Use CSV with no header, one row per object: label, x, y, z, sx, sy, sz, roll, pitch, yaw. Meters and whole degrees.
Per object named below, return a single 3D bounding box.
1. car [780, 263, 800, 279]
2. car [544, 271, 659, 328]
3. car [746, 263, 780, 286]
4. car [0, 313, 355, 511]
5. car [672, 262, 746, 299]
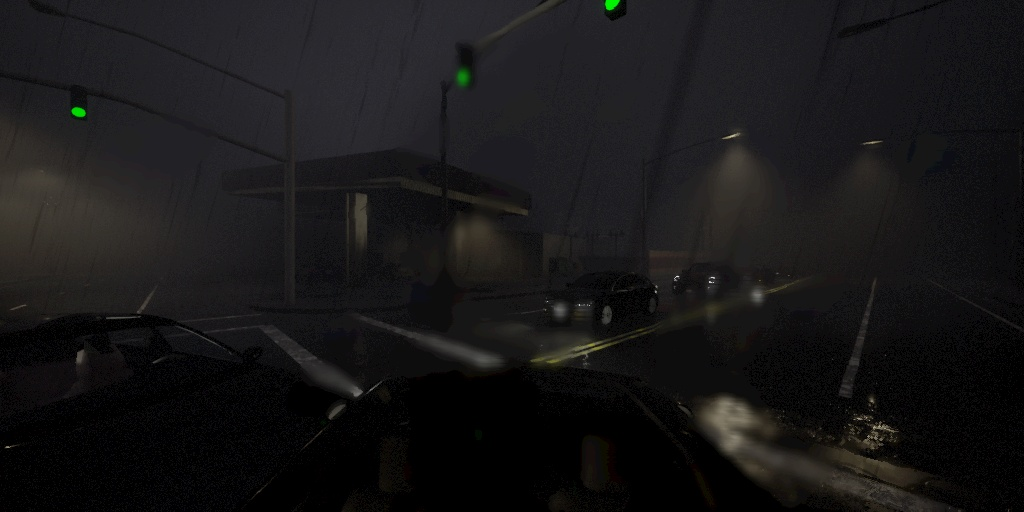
car,24.261,1.314,32.096,4.181,1.385,1.994,0,0,-44
car,3.053,1.255,11.601,4.892,1.490,1.837,0,0,-44
car,17.023,1.314,25.150,1.994,1.385,4.181,0,0,45
car,-3.383,1.242,2.678,4.902,1.511,2.128,0,0,16
car,9.994,1.102,18.344,4.553,1.767,2.097,0,0,-44
